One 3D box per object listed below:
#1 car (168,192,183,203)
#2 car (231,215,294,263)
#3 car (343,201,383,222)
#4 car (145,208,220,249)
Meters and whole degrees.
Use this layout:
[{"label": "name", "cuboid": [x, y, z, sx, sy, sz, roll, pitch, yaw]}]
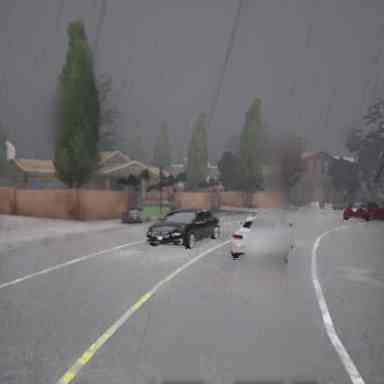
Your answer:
[{"label": "car", "cuboid": [-1.921, 0.782, 45.965, 1.816, 1.474, 4.193, -2, 1, -21]}, {"label": "car", "cuboid": [2.666, 1.545, 12.147, 1.812, 1.442, 4.674, 0, 0, 20]}, {"label": "car", "cuboid": [14.918, 1.568, 28.449, 4.553, 1.767, 2.097, 1, -1, -39]}, {"label": "car", "cuboid": [-0.234, 1.507, 14.735, 1.837, 1.490, 4.892, 0, 0, 24]}]
